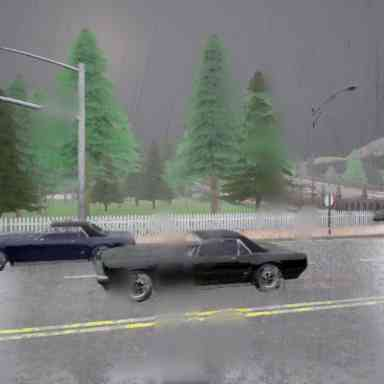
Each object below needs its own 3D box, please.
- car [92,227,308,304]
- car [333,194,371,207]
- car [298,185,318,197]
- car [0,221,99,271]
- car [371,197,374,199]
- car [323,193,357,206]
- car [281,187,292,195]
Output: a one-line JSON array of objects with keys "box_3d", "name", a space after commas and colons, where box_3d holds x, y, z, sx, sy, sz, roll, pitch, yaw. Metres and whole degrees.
[{"box_3d": [0.175, 1.601, 7.904, 4.718, 1.301, 1.895, 0, 0, -14], "name": "car"}, {"box_3d": [20.380, 1.405, 43.212, 1.812, 1.442, 4.674, 0, 2, -16], "name": "car"}, {"box_3d": [22.046, -0.028, 63.674, 1.882, 1.535, 5.008, 0, 6, -15], "name": "car"}, {"box_3d": [-4.192, 1.601, 10.427, 4.718, 1.301, 1.895, 0, 0, -14], "name": "car"}, {"box_3d": [25.857, 1.211, 49.621, 1.812, 1.442, 4.674, 0, 3, -15], "name": "car"}, {"box_3d": [22.112, 1.089, 50.039, 1.882, 1.535, 5.008, 0, 3, -15], "name": "car"}, {"box_3d": [15.820, -0.058, 59.810, 2.150, 2.045, 5.566, 0, 6, -15], "name": "car"}]
